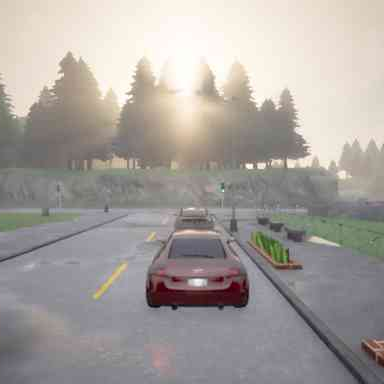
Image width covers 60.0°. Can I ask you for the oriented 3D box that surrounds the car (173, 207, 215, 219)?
[{"bbox_3d":[0.105,1.506,16.902,1.837,1.490,4.892,0,0,0],"label":"car"}]

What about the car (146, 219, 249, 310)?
[{"bbox_3d":[0.103,1.564,7.884,1.994,1.385,4.181,0,0,0],"label":"car"}]
